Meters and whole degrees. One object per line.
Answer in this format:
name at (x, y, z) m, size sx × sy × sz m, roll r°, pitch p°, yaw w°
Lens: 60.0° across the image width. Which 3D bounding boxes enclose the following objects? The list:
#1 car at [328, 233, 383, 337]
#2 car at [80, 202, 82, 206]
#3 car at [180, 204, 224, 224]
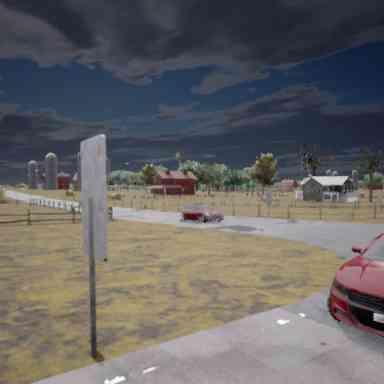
car at (4.383, 1.480, 6.373) m, size 1.882 × 1.535 × 5.008 m, roll 1°, pitch 1°, yaw 44°
car at (-20.772, 2.168, 66.543) m, size 1.895 × 1.301 × 4.718 m, roll -1°, pitch 1°, yaw -36°
car at (0.821, 1.854, 30.156) m, size 2.097 × 1.767 × 4.553 m, roll -1°, pitch 0°, yaw -36°
